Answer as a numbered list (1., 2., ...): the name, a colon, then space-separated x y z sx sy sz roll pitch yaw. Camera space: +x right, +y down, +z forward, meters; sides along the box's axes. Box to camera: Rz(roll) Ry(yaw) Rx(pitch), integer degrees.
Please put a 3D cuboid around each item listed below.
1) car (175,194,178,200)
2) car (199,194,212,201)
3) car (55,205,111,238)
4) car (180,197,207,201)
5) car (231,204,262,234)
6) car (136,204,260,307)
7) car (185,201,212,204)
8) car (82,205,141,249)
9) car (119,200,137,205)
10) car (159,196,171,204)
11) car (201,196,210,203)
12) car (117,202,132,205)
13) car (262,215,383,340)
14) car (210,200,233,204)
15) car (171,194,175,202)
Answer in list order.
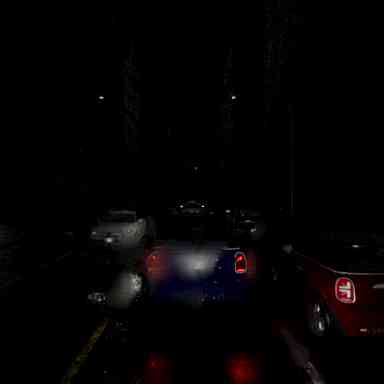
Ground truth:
1. car: -5.559 1.637 92.532 1.752 1.417 4.829 0 0 0
2. car: 2.908 1.483 65.644 1.967 1.590 4.097 0 0 0
3. car: -5.666 1.567 17.553 1.947 1.339 4.313 0 0 0
4. car: 0.008 1.459 27.419 1.801 1.575 5.366 0 0 0
5. car: 2.859 1.552 17.551 2.008 1.369 4.403 0 0 0
6. car: 0.102 1.352 8.117 2.097 1.767 4.553 0 0 0
7. car: 0.101 1.479 17.398 1.882 1.535 5.008 0 0 0
8. car: -3.088 1.526 14.743 1.812 1.442 4.674 0 0 0
9. car: -5.663 1.443 28.556 1.967 1.590 4.097 0 0 0
10. car: -5.616 1.625 65.659 1.802 1.307 4.206 0 0 0
11. car: 2.920 1.579 71.223 1.752 1.417 4.829 0 0 0
12. car: -5.664 1.584 23.055 1.802 1.307 4.206 0 0 0
13. car: 2.856 1.440 6.548 1.967 1.590 4.097 0 0 0
14. car: 2.863 1.569 28.553 1.947 1.339 4.313 0 0 0
15. car: -5.593 1.615 76.476 2.008 1.369 4.403 0 0 0
